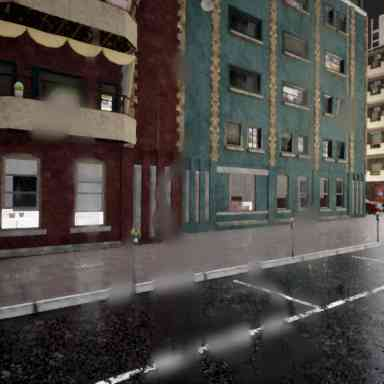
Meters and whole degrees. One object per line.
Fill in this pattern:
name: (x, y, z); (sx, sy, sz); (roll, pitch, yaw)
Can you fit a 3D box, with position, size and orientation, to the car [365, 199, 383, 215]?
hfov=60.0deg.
car: (15.703, 1.241, 32.220); (2.192, 1.841, 5.009); (1, 0, -36)
